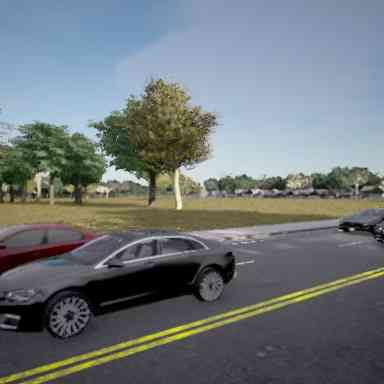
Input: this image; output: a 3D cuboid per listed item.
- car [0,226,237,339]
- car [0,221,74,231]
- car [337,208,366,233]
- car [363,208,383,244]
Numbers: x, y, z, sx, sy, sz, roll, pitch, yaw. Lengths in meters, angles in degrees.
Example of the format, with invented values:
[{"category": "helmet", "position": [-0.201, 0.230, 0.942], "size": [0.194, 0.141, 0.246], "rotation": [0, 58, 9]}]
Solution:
[{"category": "car", "position": [-1.256, 1.551, 6.795], "size": [4.902, 1.511, 2.128], "rotation": [0, -1, -37]}, {"category": "car", "position": [-4.268, 1.560, 8.605], "size": [5.008, 1.535, 1.882], "rotation": [0, -1, -37]}, {"category": "car", "position": [10.914, 1.673, 19.845], "size": [5.357, 1.411, 2.033], "rotation": [0, -1, -36]}, {"category": "car", "position": [10.330, 1.579, 15.380], "size": [4.902, 1.511, 2.128], "rotation": [0, 0, -36]}]
